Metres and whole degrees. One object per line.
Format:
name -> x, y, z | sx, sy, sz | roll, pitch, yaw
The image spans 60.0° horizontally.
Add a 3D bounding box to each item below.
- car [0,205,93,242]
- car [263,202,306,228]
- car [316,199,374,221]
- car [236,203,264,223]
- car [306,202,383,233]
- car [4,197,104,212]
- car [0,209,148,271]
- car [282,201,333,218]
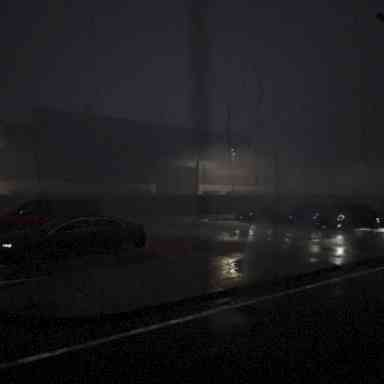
car -> -7.794, 1.487, 16.830 | 5.008, 1.535, 1.882 | 0, 0, -35
car -> 7.660, 1.581, 23.468 | 5.008, 1.535, 1.882 | 1, 0, -35
car -> 12.347, 1.378, 26.733 | 4.902, 1.511, 2.128 | 0, 0, -35
car -> 5.595, 1.627, 26.298 | 4.674, 1.442, 1.812 | 0, 0, -35
car -> 9.461, 1.455, 20.461 | 4.553, 1.767, 2.097 | 0, 0, -35
car -> -6.233, 1.230, 13.629 | 5.566, 2.045, 2.150 | 1, 0, -35
car -> -3.858, 1.503, 11.040 | 4.902, 1.511, 2.128 | 0, 0, -35
car -> 10.296, 1.534, 29.570 | 4.718, 1.301, 1.895 | 0, 0, -35
